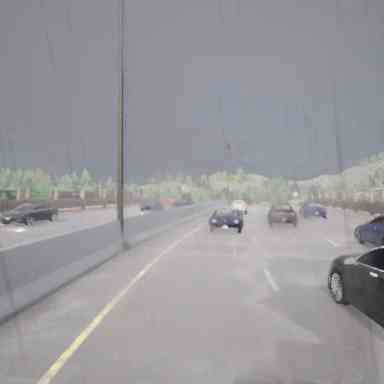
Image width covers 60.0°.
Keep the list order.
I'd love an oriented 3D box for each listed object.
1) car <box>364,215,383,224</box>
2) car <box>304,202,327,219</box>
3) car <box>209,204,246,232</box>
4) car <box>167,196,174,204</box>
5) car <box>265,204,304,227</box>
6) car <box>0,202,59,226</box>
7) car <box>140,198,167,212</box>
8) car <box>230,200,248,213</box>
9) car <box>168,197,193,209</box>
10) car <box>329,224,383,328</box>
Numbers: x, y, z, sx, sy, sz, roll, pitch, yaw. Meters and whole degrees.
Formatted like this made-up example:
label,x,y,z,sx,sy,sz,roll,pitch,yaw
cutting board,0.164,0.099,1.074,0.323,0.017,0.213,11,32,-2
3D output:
label,x,y,z,sx,sy,sz,roll,pitch,yaw
car,8.096,1.605,13.199,1.812,1.442,4.674,0,0,8
car,11.163,1.678,30.893,1.812,1.442,4.674,0,0,10
car,2.244,1.683,20.854,1.895,1.301,4.718,0,0,10
car,-4.076,1.639,65.075,2.097,1.767,4.553,0,-2,11
car,6.302,1.599,23.611,2.128,1.511,4.902,0,0,10
car,-11.617,1.543,24.114,1.837,1.490,4.892,0,0,10
car,-4.918,1.688,41.294,1.994,1.385,4.181,0,0,11
car,5.396,1.681,38.314,1.812,1.442,4.674,0,0,10
car,-1.136,1.692,42.577,2.033,1.411,5.357,0,0,10
car,3.788,1.539,5.265,1.837,1.490,4.892,0,0,2
